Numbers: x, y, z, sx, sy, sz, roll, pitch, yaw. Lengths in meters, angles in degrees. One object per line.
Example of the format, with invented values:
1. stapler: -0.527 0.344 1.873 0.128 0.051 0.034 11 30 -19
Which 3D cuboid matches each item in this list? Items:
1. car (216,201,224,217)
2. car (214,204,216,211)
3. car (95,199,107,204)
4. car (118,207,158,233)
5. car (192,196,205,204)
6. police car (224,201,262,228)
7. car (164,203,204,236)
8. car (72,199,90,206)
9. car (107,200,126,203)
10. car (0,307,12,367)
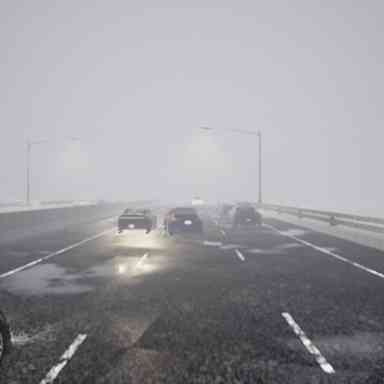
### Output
1. car: 3.830 1.861 34.593 1.994 1.385 4.181 0 -1 1
2. car: 4.079 1.960 45.513 2.033 1.411 5.357 0 -1 1
3. car: -16.494 2.088 61.253 1.837 1.490 4.892 0 0 2
4. car: -3.278 1.660 20.657 2.128 1.511 4.902 0 -1 1
5. car: 1.151 1.814 61.973 2.150 2.045 5.566 0 -1 3
6. police car: 3.651 1.621 23.784 1.930 1.638 5.238 0 -1 1
7. car: -0.510 1.664 19.775 2.163 1.488 4.792 0 0 -8
8. car: -20.039 2.050 60.059 1.882 1.535 5.008 0 -1 2
9. car: -13.044 2.119 60.057 2.033 1.411 5.357 0 -1 2
10. car: -3.391 1.586 2.738 1.994 1.385 4.181 0 0 0
